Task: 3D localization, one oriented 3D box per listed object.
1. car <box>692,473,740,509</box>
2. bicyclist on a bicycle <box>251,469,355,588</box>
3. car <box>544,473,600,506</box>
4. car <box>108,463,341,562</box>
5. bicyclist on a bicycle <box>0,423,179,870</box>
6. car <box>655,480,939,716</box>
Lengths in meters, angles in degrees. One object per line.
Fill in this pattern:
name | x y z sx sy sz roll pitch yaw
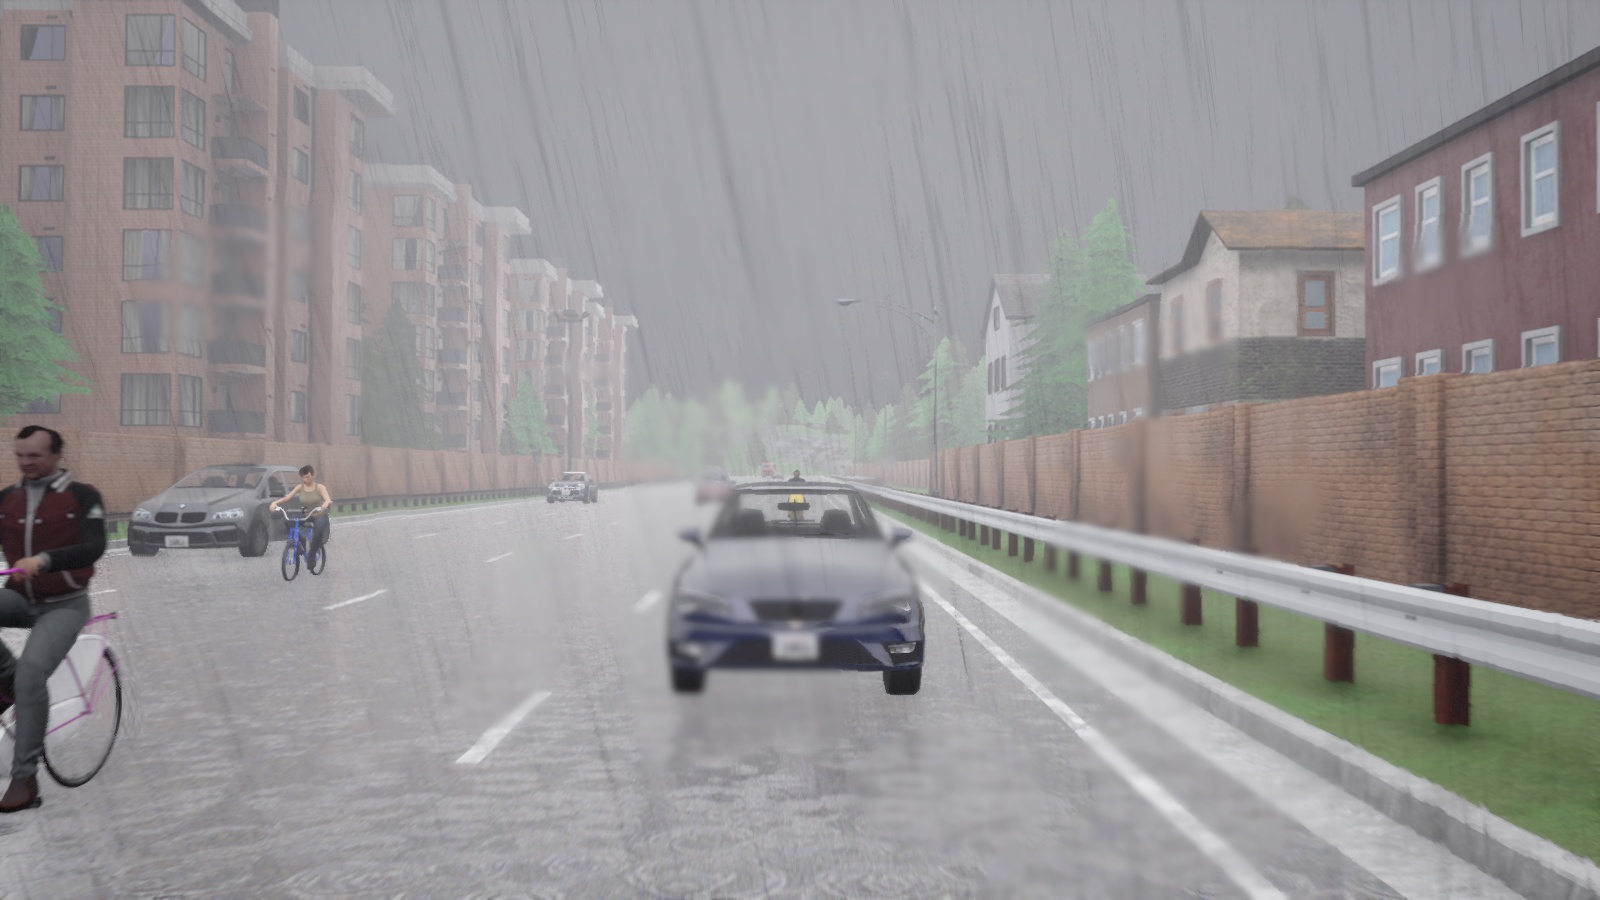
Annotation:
car | -3.633 1.763 54.942 1.845 1.501 3.633 0 -1 0
bicyclist on a bicycle | -7.039 1.078 17.863 0.866 1.612 1.509 0 -1 0
car | -10.642 1.807 58.839 1.970 1.475 3.806 0 -1 0
car | -10.557 1.094 23.501 2.242 1.667 4.611 0 -1 0
bicyclist on a bicycle | -3.514 0.791 5.516 0.659 1.776 1.843 0 -1 0
car | -0.025 0.998 10.141 1.816 1.474 4.193 0 -1 0
